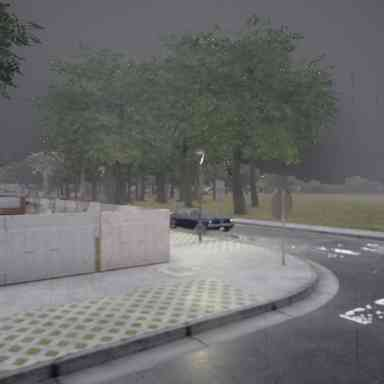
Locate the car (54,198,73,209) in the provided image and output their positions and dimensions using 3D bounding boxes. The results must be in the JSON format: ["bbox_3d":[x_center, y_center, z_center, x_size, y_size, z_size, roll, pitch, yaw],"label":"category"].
[{"bbox_3d":[-16.274,1.466,42.478,1.812,1.442,4.674,0,0,-36],"label":"car"}]

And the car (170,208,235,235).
[{"bbox_3d":[0.288,1.586,19.043,1.895,1.301,4.718,0,0,-35],"label":"car"}]

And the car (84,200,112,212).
[{"bbox_3d":[-8.739,1.508,31.773,2.033,1.411,5.357,0,0,-35],"label":"car"}]
